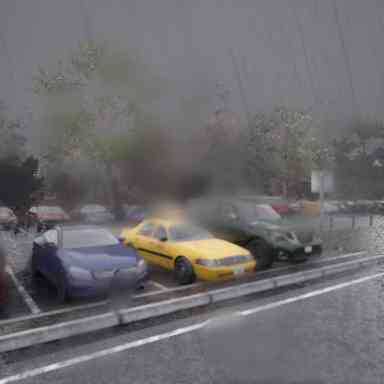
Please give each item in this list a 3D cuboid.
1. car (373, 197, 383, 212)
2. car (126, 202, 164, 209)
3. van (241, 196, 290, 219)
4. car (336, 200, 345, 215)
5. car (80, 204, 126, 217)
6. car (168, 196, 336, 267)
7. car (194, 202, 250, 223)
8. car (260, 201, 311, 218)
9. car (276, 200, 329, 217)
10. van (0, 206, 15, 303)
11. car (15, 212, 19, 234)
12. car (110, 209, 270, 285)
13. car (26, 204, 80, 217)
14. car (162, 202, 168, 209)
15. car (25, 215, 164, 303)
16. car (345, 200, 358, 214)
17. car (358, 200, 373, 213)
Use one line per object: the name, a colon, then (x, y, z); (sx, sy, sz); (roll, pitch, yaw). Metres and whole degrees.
car: (20.508, 1.753, 41.338); (2.231, 1.521, 4.892); (0, 0, -36)
car: (-4.347, 1.590, 23.609); (2.163, 1.488, 4.792); (0, 0, -36)
van: (6.891, 1.419, 31.752); (1.878, 1.987, 4.442); (0, 0, -36)
car: (13.733, 1.737, 36.498); (2.002, 1.452, 4.674); (0, 0, -36)
car: (-6.591, 1.544, 21.976); (2.231, 1.521, 4.892); (0, 0, -36)
car: (1.745, 1.296, 11.815); (2.435, 2.045, 5.566); (0, 0, -36)
car: (2.460, 1.641, 28.405); (2.163, 1.488, 4.792); (0, 0, -36)
car: (9.217, 1.702, 33.268); (2.002, 1.452, 4.674); (0, 0, -36)
car: (11.477, 1.679, 34.882); (2.097, 1.535, 5.008); (0, 0, -36)
van: (-5.180, 1.270, 7.042); (1.878, 1.987, 4.442); (0, 0, -36)
car: (-11.107, 1.509, 18.746); (2.097, 1.535, 5.008); (0, 0, -36)
car: (-0.445, 1.527, 10.056); (1.946, 1.575, 5.366); (0, 0, -36)
car: (-8.849, 1.526, 20.361); (2.097, 1.535, 5.008); (0, 0, -36)
car: (-1.965, 1.574, 25.048); (1.946, 1.575, 5.366); (0, 0, -36)
car: (-2.835, 1.553, 8.578); (2.002, 1.452, 4.674); (0, 0, -36)
car: (15.972, 1.590, 38.141); (2.185, 1.767, 4.553); (0, 0, -36)
car: (18.244, 1.733, 39.734); (2.097, 1.535, 5.008); (0, 0, -36)
